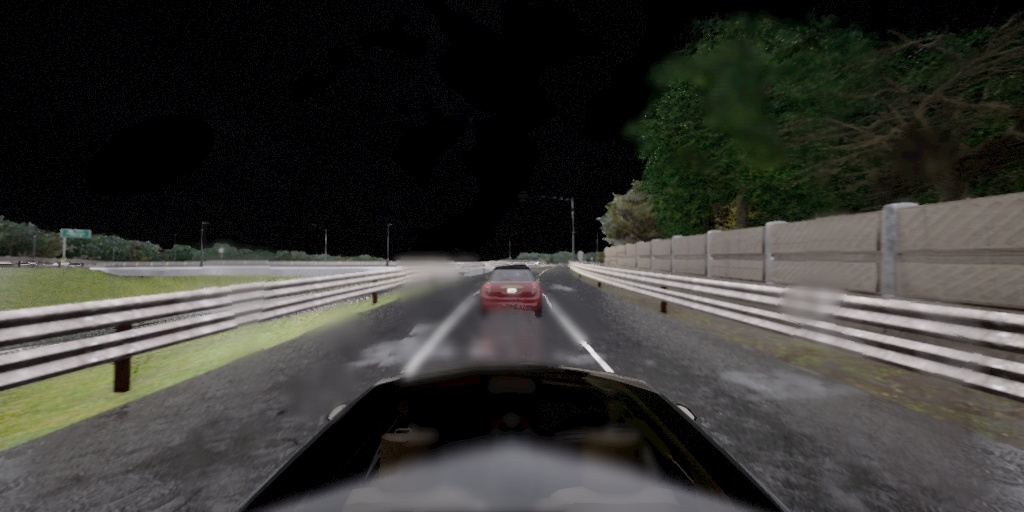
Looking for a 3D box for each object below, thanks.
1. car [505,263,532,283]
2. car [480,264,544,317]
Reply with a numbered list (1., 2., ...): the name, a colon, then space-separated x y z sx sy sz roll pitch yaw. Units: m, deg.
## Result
1. car: 0.627 1.355 29.719 1.994 1.385 4.181 0 0 4
2. car: 0.006 1.122 13.515 2.097 1.767 4.553 0 0 0
